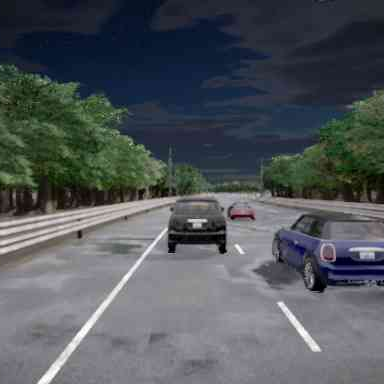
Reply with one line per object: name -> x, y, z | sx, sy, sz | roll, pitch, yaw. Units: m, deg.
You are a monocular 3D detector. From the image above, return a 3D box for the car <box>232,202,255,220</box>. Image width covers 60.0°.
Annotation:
car -> 4.031, 1.547, 28.002 | 1.994, 1.385, 4.181 | 0, 0, 2

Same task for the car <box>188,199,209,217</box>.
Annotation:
car -> 0.668, 1.465, 32.472 | 1.882, 1.535, 5.008 | 0, 0, 2

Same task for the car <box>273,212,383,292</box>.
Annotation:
car -> 3.664, 1.337, 9.038 | 2.097, 1.767, 4.553 | 0, 0, 1

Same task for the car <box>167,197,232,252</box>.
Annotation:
car -> 0.217, 1.200, 13.866 | 2.150, 2.045, 5.566 | 0, 0, 1
